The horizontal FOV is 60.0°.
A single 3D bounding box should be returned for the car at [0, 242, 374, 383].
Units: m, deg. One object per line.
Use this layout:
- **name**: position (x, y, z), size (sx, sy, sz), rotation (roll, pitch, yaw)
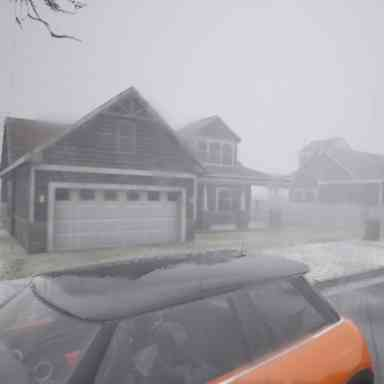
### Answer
- **car**: position (-0.628, 1.360, 2.347), size (4.553, 1.767, 2.097), rotation (1, 0, -38)
